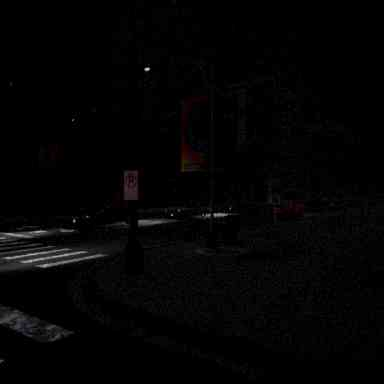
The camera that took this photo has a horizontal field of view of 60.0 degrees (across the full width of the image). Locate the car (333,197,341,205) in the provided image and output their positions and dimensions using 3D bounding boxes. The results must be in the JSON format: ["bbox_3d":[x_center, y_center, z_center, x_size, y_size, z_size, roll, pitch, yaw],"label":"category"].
[{"bbox_3d":[26.385,1.672,61.847,1.812,1.442,4.674,0,0,35],"label":"car"}]

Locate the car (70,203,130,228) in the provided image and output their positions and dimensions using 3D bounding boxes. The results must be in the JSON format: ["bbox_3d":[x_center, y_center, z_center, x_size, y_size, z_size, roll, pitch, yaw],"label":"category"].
[{"bbox_3d":[-5.767,1.513,22.325,2.128,1.511,4.902,0,0,36],"label":"car"}]

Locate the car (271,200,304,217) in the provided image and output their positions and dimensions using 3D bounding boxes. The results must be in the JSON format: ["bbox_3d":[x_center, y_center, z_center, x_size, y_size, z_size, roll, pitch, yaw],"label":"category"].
[{"bbox_3d":[9.262,1.538,31.990,1.882,1.535,5.008,0,0,35],"label":"car"}]

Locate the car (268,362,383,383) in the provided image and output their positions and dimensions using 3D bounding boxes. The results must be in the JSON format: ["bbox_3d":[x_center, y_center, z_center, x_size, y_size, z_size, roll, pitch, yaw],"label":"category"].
[{"bbox_3d":[2.209,1.551,1.270,4.403,1.369,2.008,0,0,36],"label":"car"}]

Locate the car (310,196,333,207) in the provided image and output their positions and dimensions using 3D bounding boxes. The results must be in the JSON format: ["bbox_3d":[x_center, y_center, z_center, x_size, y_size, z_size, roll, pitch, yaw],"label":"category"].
[{"bbox_3d":[20.646,1.470,53.724,2.097,1.767,4.553,0,0,35],"label":"car"}]

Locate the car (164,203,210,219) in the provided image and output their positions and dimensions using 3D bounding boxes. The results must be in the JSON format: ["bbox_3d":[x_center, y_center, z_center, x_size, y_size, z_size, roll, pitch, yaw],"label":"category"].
[{"bbox_3d":[-0.408,1.638,29.932,1.895,1.301,4.718,0,0,36],"label":"car"}]

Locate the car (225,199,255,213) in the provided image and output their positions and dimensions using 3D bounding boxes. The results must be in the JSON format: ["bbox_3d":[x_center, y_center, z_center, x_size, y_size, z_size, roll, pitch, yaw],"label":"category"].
[{"bbox_3d":[5.620,1.550,38.424,2.128,1.511,4.902,0,0,35],"label":"car"}]

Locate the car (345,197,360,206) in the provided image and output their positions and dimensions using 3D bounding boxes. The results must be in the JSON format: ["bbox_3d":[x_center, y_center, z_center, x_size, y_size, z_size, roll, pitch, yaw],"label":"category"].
[{"bbox_3d":[28.671,1.626,59.449,1.882,1.535,5.008,0,-1,35],"label":"car"}]
